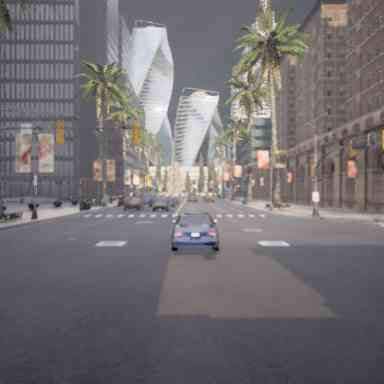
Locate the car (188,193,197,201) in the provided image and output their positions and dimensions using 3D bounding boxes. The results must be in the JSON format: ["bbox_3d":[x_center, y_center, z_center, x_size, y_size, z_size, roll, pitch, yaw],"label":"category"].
[{"bbox_3d":[0.063,1.169,80.567,2.150,2.045,5.566,0,0,-1],"label":"car"}]

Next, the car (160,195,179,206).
[{"bbox_3d":[-3.428,1.529,48.230,1.994,1.385,4.181,0,0,1],"label":"car"}]

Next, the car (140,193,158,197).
[{"bbox_3d":[-6.899,1.185,50.155,2.150,2.045,5.566,0,0,0],"label":"car"}]

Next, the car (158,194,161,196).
[{"bbox_3d":[-6.875,1.520,60.095,1.994,1.385,4.181,0,0,0],"label":"car"}]

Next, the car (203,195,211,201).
[{"bbox_3d":[3.563,1.437,80.561,1.837,1.490,4.892,0,0,-1],"label":"car"}]

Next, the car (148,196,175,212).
[{"bbox_3d":[-3.502,1.519,38.991,2.033,1.411,5.357,0,0,0],"label":"car"}]

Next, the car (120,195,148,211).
[{"bbox_3d":[-6.989,1.447,40.453,1.882,1.535,5.008,0,0,0],"label":"car"}]

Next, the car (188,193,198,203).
[{"bbox_3d":[0.151,1.504,70.523,1.994,1.385,4.181,0,0,-1],"label":"car"}]

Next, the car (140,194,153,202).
[{"bbox_3d":[-9.971,1.300,73.166,2.185,1.767,4.553,0,0,0],"label":"car"}]

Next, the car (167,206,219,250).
[{"bbox_3d":[0.124,1.535,14.152,2.033,1.411,5.357,0,0,0],"label":"car"}]

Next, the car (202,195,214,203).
[{"bbox_3d":[3.650,1.543,70.507,1.895,1.301,4.718,0,0,-1],"label":"car"}]

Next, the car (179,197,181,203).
[{"bbox_3d":[-3.382,1.523,57.994,1.994,1.385,4.181,0,0,0],"label":"car"}]

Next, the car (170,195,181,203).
[{"bbox_3d":[-3.341,1.463,68.436,2.128,1.511,4.902,0,0,0],"label":"car"}]

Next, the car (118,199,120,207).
[{"bbox_3d":[-10.088,1.474,51.234,2.161,1.482,4.786,0,0,0],"label":"car"}]
